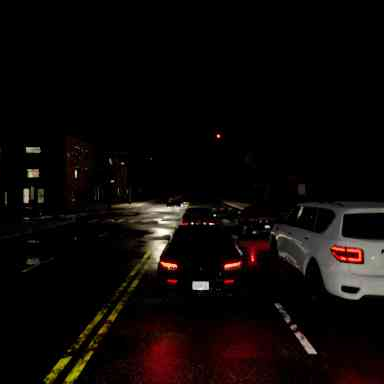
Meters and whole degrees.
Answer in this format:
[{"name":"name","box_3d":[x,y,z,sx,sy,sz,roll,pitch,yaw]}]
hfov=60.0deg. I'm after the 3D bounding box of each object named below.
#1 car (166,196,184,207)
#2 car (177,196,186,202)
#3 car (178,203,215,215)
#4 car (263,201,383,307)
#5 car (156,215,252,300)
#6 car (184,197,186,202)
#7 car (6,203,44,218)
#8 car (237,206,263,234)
[{"name":"car","box_3d":[-2.706,1.553,50.118,1.994,1.385,4.181,0,0,1]},{"name":"car","box_3d":[-2.354,1.540,75.840,1.994,1.385,4.181,0,0,1]},{"name":"car","box_3d":[0.333,1.543,17.874,2.033,1.411,5.357,0,0,1]},{"name":"car","box_3d":[3.453,1.219,8.097,2.150,2.045,5.566,0,0,1]},{"name":"car","box_3d":[0.206,1.524,8.294,1.812,1.442,4.674,0,0,1]},{"name":"car","box_3d":[-2.556,1.481,62.124,2.128,1.511,4.902,0,0,1]},{"name":"car","box_3d":[-17.754,1.815,33.067,5.357,1.411,2.033,-1,1,-1]},{"name":"car","box_3d":[3.585,1.473,18.015,1.882,1.535,5.008,0,0,1]}]
